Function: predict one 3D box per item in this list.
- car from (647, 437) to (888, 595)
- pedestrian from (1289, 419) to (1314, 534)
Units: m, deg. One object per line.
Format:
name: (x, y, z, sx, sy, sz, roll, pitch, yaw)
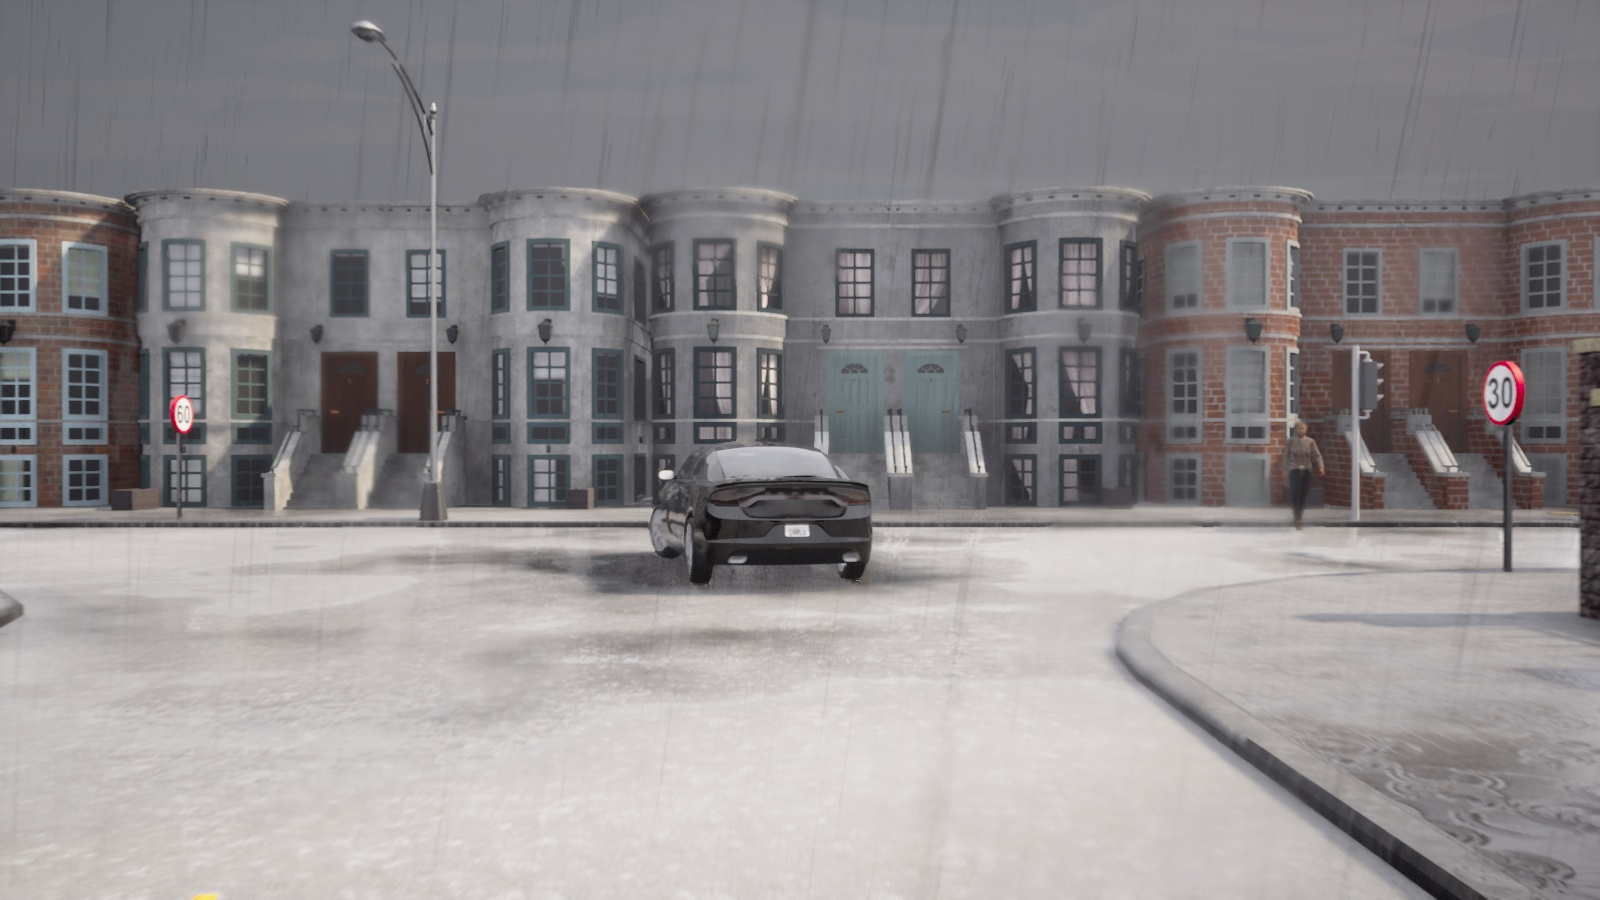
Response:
car: (-0.602, 0.634, 14.877, 1.882, 1.535, 5.008, 0, 0, -13)
pedestrian: (8.200, 0.420, 20.536, 0.331, 1.846, 0.634, 0, 0, 17)
